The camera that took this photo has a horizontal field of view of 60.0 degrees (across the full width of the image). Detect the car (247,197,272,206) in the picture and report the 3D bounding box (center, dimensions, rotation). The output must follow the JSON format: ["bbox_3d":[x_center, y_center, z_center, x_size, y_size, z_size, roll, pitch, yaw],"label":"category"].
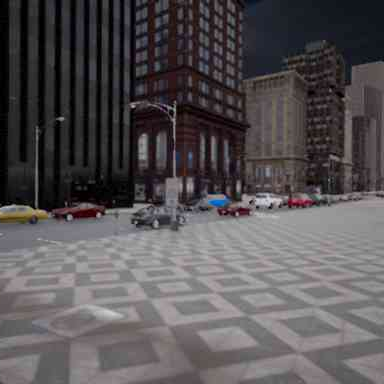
[{"bbox_3d":[10.194,1.377,49.651,1.895,1.301,4.718,1,1,35],"label":"car"}]

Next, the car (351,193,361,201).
[{"bbox_3d":[38.372,1.519,79.491,1.947,1.339,4.313,1,1,35],"label":"car"}]

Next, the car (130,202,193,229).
[{"bbox_3d":[-2.178,1.633,22.194,2.008,1.369,4.403,1,1,35],"label":"car"}]

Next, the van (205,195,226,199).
[{"bbox_3d":[3.071,1.298,44.365,1.690,1.788,3.998,1,1,35],"label":"van"}]

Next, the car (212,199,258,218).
[{"bbox_3d":[4.059,1.607,31.008,1.887,1.381,4.507,1,1,35],"label":"car"}]

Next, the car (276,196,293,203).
[{"bbox_3d":[18.380,1.504,66.001,1.802,1.307,4.206,1,1,35],"label":"car"}]

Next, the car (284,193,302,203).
[{"bbox_3d":[21.444,1.228,70.326,2.192,1.841,5.009,1,1,35],"label":"car"}]

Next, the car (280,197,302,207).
[{"bbox_3d":[15.547,1.566,52.026,1.994,1.385,4.181,1,1,35],"label":"car"}]

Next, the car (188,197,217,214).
[{"bbox_3d":[0.514,1.560,36.138,1.994,1.385,4.181,1,1,35],"label":"car"}]

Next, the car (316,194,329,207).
[{"bbox_3d":[18.891,1.261,51.368,2.150,2.045,5.566,1,1,35],"label":"car"}]

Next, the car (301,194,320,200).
[{"bbox_3d":[30.832,1.225,86.598,4.403,1.369,2.008,0,1,26],"label":"car"}]

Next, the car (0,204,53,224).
[{"bbox_3d":[-12.337,1.529,22.595,1.752,1.417,4.829,1,1,35],"label":"car"}]

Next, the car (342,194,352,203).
[{"bbox_3d":[32.132,1.571,70.674,1.802,1.307,4.206,1,1,35],"label":"car"}]

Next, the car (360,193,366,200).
[{"bbox_3d":[42.628,1.487,85.503,1.947,1.339,4.313,1,1,35],"label":"car"}]

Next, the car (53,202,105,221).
[{"bbox_3d":[-9.178,1.536,27.060,1.887,1.381,4.507,1,1,35],"label":"car"}]

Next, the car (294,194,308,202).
[{"bbox_3d":[24.506,1.340,74.654,1.967,1.590,4.097,1,1,35],"label":"car"}]

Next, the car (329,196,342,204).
[{"bbox_3d":[25.892,1.578,61.860,1.947,1.339,4.313,1,1,35],"label":"car"}]

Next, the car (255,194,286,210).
[{"bbox_3d":[10.184,1.235,44.354,2.150,2.045,5.566,1,0,36],"label":"car"}]

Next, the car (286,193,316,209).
[{"bbox_3d":[14.847,1.263,45.654,2.150,2.045,5.566,1,1,35],"label":"car"}]

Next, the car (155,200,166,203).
[{"bbox_3d":[-3.054,1.537,35.713,1.947,1.339,4.313,1,1,35],"label":"car"}]
